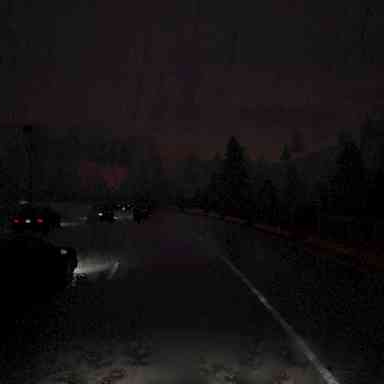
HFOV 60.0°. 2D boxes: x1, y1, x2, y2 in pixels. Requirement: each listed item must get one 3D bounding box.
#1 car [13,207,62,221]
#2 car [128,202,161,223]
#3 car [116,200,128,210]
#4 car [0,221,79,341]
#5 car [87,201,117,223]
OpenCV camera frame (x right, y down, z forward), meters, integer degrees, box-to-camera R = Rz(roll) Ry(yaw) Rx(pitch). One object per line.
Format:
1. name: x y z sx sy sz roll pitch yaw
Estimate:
1. car: -9.222 1.595 20.052 2.033 1.411 5.357 0 0 -12
2. car: -3.633 1.536 26.308 2.128 1.511 4.902 0 0 -14
3. car: -9.097 1.702 41.956 1.895 1.301 4.718 0 0 -23
4. car: -3.749 1.560 6.381 2.033 1.411 5.357 0 0 -4
5. car: -7.295 1.620 26.493 1.994 1.385 4.181 0 0 -15
